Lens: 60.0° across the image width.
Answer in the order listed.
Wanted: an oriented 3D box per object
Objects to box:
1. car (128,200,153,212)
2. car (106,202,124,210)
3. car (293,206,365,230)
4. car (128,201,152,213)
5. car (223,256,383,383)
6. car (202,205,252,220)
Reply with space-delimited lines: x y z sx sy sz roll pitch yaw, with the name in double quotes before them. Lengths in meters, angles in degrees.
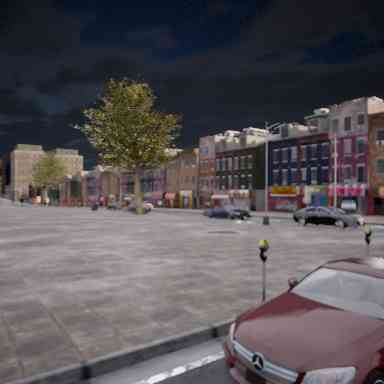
"car" -8.197 2.172 52.694 2.097 1.767 4.553 0 -1 -36
"car" -14.074 2.528 60.879 2.128 1.511 4.902 0 -2 -35
"car" 9.365 1.743 23.141 2.128 1.511 4.902 0 -1 -36
"car" -7.339 2.201 46.497 1.837 1.490 4.892 0 -2 -35
"car" 2.330 1.606 4.466 4.206 1.307 1.802 0 0 -35
"car" 3.201 1.932 31.741 2.033 1.411 5.357 0 -1 -35
